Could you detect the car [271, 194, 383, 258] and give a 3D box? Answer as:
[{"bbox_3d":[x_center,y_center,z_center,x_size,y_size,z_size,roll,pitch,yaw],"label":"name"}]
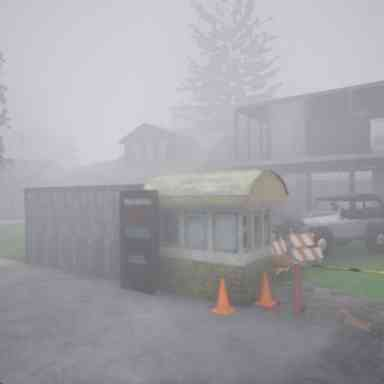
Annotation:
[{"bbox_3d":[4.722,1.012,11.087,3.866,1.878,1.905,0,0,-20],"label":"car"}]
